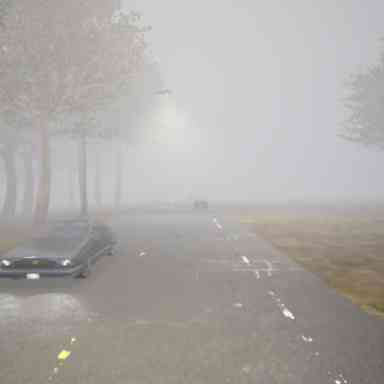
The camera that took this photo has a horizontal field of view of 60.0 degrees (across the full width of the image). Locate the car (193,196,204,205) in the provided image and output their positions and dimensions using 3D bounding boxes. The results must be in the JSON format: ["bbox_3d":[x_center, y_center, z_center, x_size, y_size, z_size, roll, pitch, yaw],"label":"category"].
[{"bbox_3d":[1.042,1.365,55.528,1.837,1.490,4.892,0,0,0],"label":"car"}]

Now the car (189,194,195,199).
[{"bbox_3d":[-0.013,1.219,94.923,1.882,1.535,5.008,0,0,0],"label":"car"}]

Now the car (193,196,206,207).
[{"bbox_3d":[1.043,1.374,49.526,1.837,1.490,4.892,0,0,0],"label":"car"}]

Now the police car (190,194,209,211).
[{"bbox_3d":[1.044,1.312,39.634,1.930,1.638,5.238,0,0,0],"label":"police car"}]

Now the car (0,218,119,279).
[{"bbox_3d":[-3.597,1.514,10.181,2.033,1.411,5.357,0,0,0],"label":"car"}]

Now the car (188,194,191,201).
[{"bbox_3d":[-0.010,1.195,74.381,2.033,1.411,5.357,0,0,0],"label":"car"}]

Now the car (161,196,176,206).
[{"bbox_3d":[-3.578,1.392,51.168,1.812,1.442,4.674,0,0,0],"label":"car"}]
